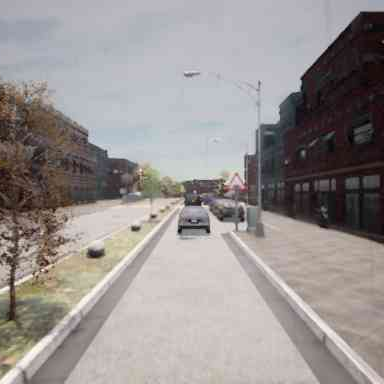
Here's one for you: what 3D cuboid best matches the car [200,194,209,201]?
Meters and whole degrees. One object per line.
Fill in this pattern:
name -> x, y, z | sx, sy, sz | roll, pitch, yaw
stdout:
car -> 3.024, 1.291, 81.924 | 2.185, 1.767, 4.553 | 0, 0, 0

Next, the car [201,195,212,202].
car -> 3.022, 1.397, 70.907 | 2.231, 1.521, 4.892 | 0, 0, 0

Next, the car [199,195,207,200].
car -> 3.028, 1.493, 93.121 | 2.002, 1.452, 4.674 | 0, 0, 0

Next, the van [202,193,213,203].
van -> 3.019, 1.168, 65.510 | 1.878, 1.987, 4.442 | 0, 0, 0

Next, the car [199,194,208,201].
car -> 3.026, 1.307, 87.445 | 2.185, 1.767, 4.553 | 0, 0, 0

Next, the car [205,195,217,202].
car -> 3.010, 1.473, 37.939 | 2.163, 1.488, 4.792 | 0, 0, 0

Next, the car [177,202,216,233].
car -> 0.101, 1.540, 19.766 | 2.033, 1.411, 5.357 | 0, 0, 0

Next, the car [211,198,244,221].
car -> 3.006, 1.465, 26.734 | 2.231, 1.521, 4.892 | 0, 0, 0

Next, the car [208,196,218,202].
car -> 3.008, 1.456, 32.381 | 2.231, 1.521, 4.892 | 0, 0, 0

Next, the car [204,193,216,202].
car -> 3.016, 1.153, 54.379 | 2.435, 2.045, 5.566 | 0, 0, 0

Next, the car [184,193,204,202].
car -> 0.119, 1.164, 42.787 | 2.150, 2.045, 5.566 | 0, 1, 0
